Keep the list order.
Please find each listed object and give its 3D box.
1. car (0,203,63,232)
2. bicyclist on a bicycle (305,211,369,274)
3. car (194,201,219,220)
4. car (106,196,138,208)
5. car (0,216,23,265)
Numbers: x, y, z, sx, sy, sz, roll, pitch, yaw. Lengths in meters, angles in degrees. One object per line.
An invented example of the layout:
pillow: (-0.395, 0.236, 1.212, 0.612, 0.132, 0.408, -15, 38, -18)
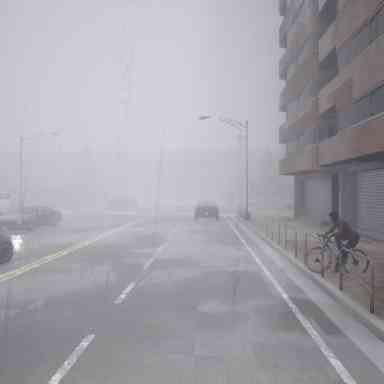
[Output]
car: (-9.766, 1.548, 20.247, 2.033, 1.411, 5.357, 0, 0, 2)
bicyclist on a bicycle: (3.778, 1.337, 8.597, 1.656, 1.620, 0.582, 4, 1, 2)
car: (1.220, 1.478, 27.783, 1.882, 1.535, 5.008, 0, 0, 2)
car: (-9.974, 1.343, 47.114, 4.553, 1.767, 2.097, 0, 0, 27)
car: (-6.769, 1.564, 8.975, 1.994, 1.385, 4.181, 0, 0, 2)
